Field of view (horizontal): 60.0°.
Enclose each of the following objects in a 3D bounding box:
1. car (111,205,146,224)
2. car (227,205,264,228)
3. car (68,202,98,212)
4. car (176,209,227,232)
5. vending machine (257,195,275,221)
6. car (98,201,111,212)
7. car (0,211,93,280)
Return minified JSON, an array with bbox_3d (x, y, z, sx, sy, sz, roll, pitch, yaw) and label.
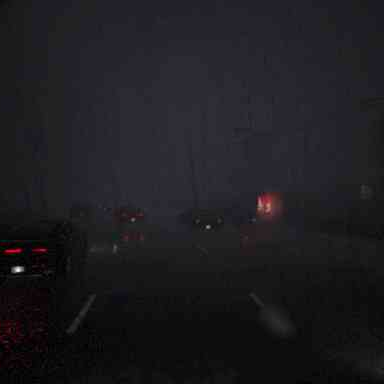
[{"bbox_3d":[-5.049,1.742,26.551,1.895,1.301,4.718,0,0,-19],"label":"car"},{"bbox_3d":[3.330,1.634,23.246,1.812,1.442,4.674,0,0,-16],"label":"car"},{"bbox_3d":[-9.981,1.659,29.720,2.128,1.511,4.902,0,0,-21],"label":"car"},{"bbox_3d":[0.337,1.705,21.132,1.895,1.301,4.718,0,0,-15],"label":"car"},{"bbox_3d":[6.228,1.322,28.015,1.100,2.100,0.880,0,0,-18],"label":"vending machine"},{"bbox_3d":[-11.498,1.833,42.613,1.895,1.301,4.718,0,0,-23],"label":"car"},{"bbox_3d":[-4.415,1.565,10.189,1.837,1.490,4.892,1,0,-8],"label":"car"}]
